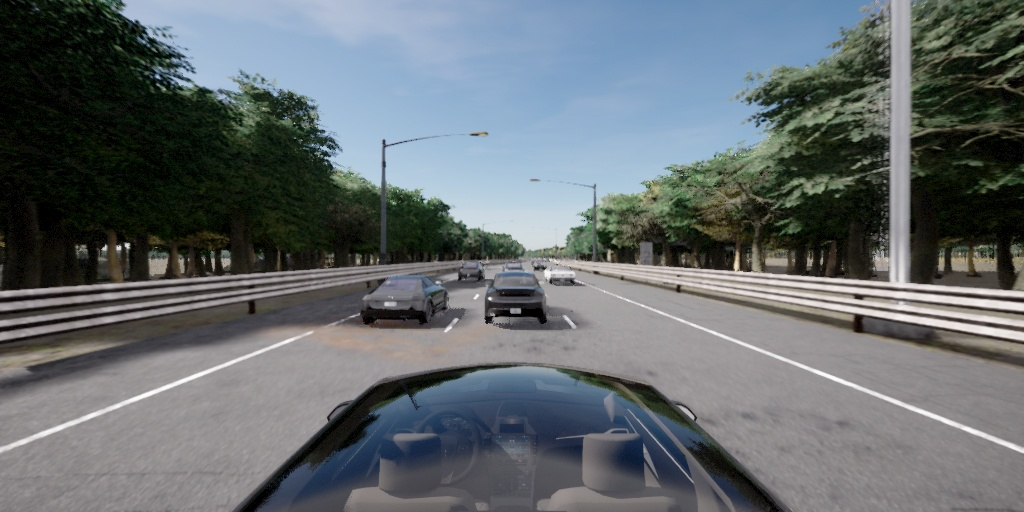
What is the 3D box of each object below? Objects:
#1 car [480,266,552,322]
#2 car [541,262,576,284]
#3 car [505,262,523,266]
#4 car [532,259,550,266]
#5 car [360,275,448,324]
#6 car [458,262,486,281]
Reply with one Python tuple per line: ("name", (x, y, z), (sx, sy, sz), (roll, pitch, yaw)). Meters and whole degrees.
("car", (0.100, 1.257, 12.237), (1.837, 1.490, 4.892), (0, 0, 0))
("car", (3.529, 1.371, 27.201), (1.895, 1.301, 4.718), (0, 0, 0))
("car", (0.167, 1.279, 30.255), (2.128, 1.511, 4.902), (0, 0, 1))
("car", (3.986, 1.465, 51.069), (1.895, 1.301, 4.718), (0, 0, 2))
("car", (-3.403, 1.315, 12.037), (1.994, 1.385, 4.181), (0, 0, 0))
("car", (-3.334, 1.279, 30.222), (2.128, 1.511, 4.902), (0, 0, 1))
